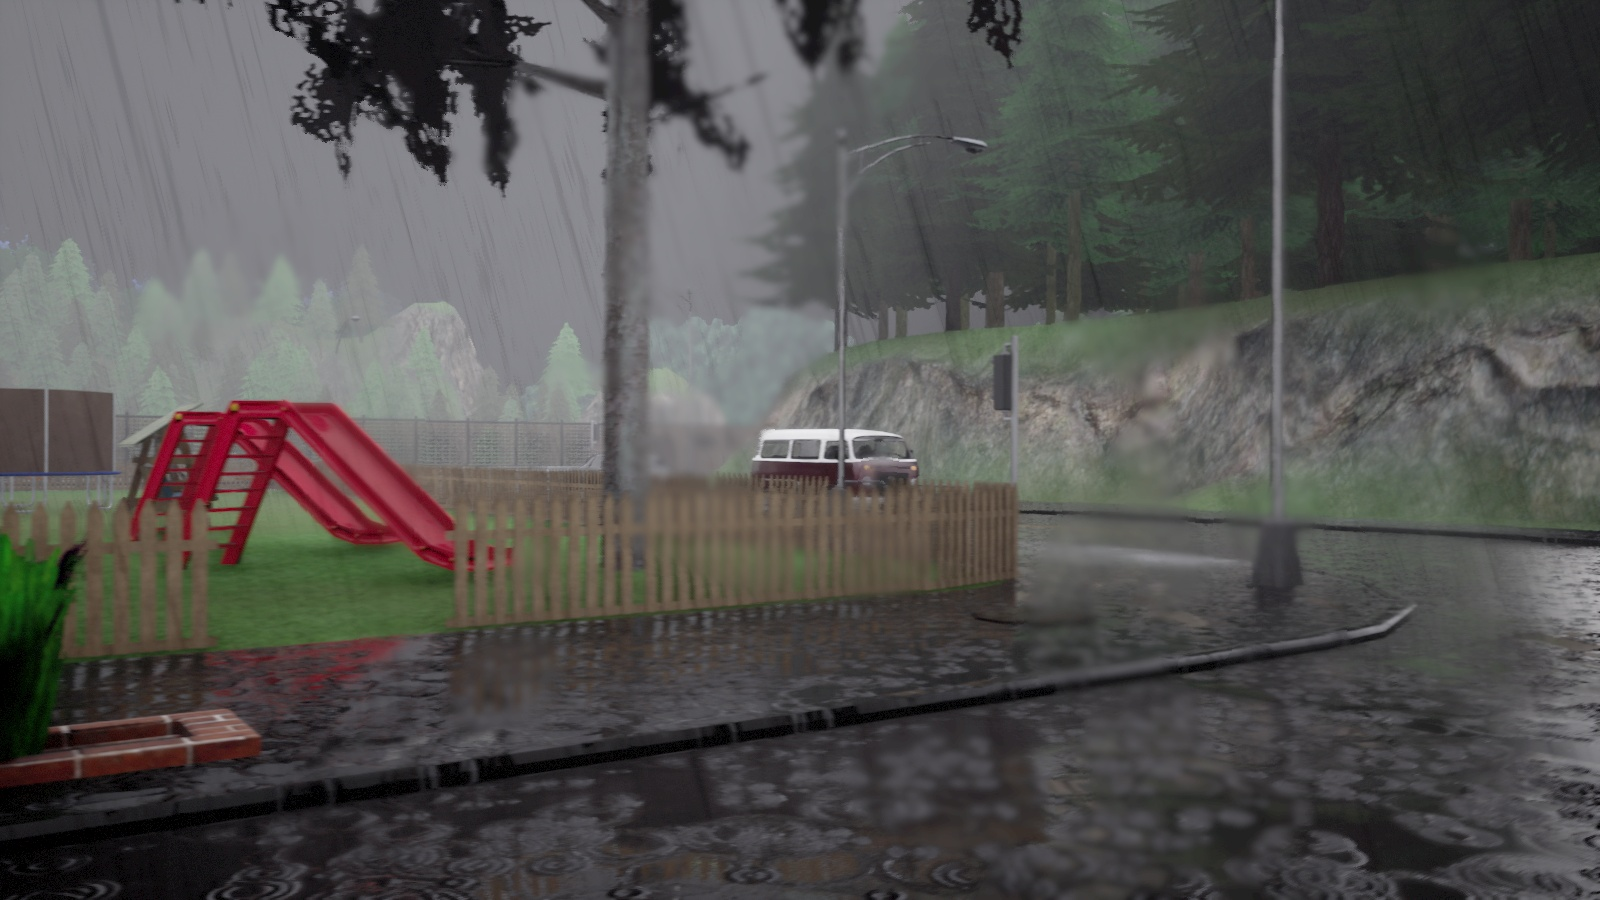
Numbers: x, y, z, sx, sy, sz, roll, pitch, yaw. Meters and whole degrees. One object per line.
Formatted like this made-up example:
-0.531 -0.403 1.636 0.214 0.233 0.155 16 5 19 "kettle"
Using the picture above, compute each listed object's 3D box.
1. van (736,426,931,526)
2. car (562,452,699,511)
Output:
0.642 0.535 27.920 2.069 2.038 4.480 0 0 -35 "van"
-4.935 0.845 35.945 1.837 1.490 4.892 0 1 -35 "car"
